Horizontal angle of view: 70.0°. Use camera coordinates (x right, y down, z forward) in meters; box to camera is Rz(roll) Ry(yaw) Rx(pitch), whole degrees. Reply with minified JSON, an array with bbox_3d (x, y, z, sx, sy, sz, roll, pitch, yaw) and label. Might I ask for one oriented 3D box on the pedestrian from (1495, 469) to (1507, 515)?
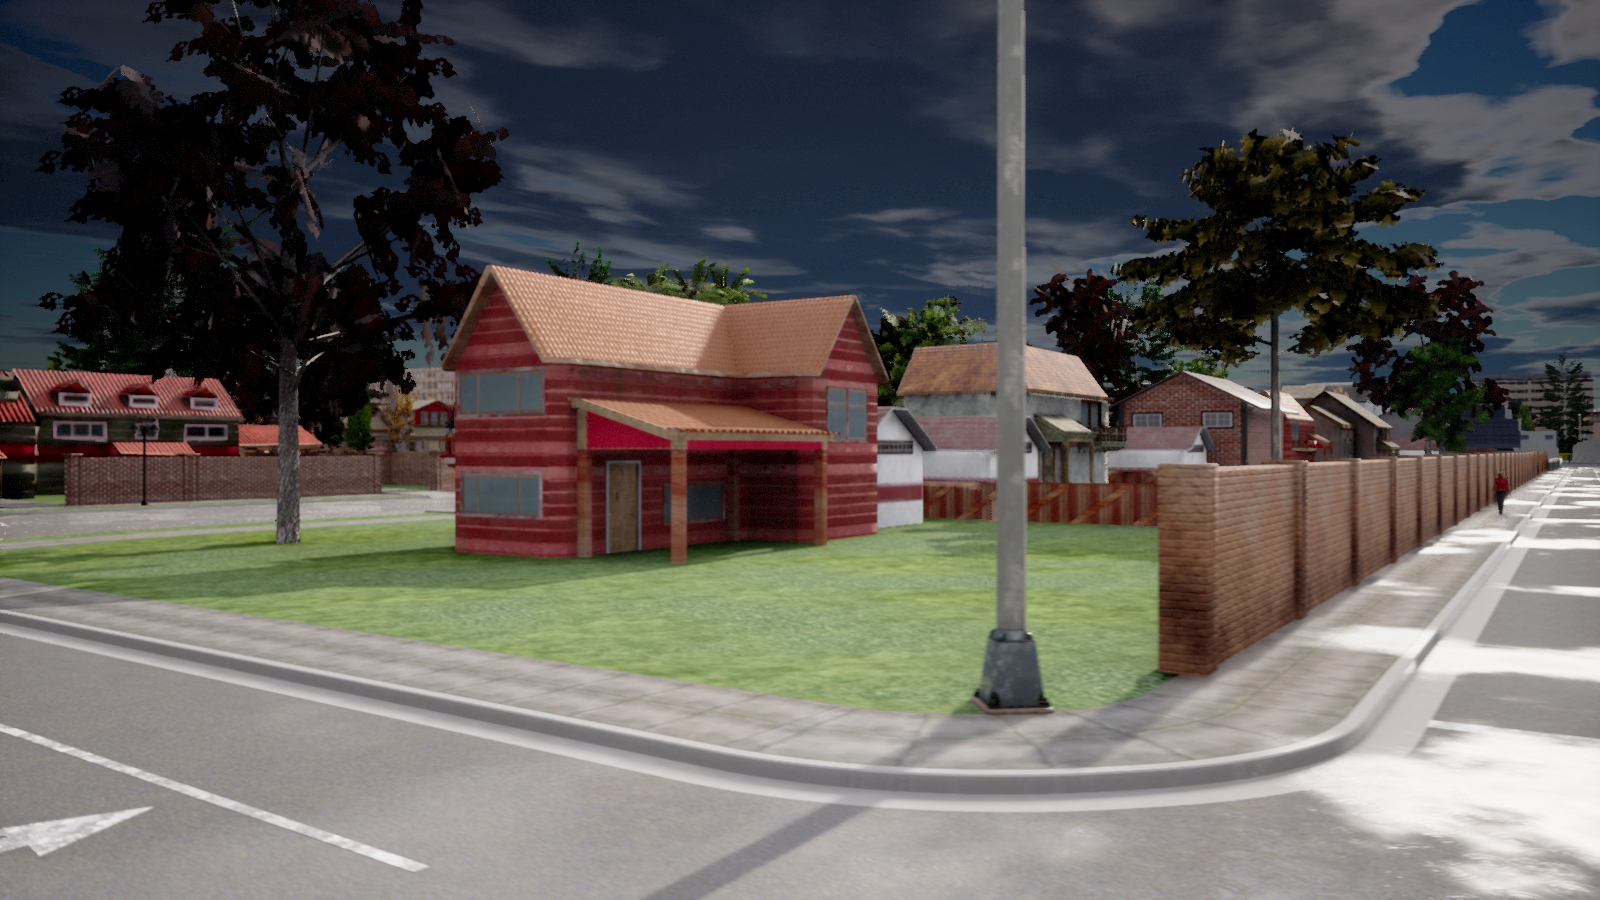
[{"bbox_3d":[28.327,1.697,46.162,0.375,1.860,0.375,0,0,34],"label":"pedestrian"}]
